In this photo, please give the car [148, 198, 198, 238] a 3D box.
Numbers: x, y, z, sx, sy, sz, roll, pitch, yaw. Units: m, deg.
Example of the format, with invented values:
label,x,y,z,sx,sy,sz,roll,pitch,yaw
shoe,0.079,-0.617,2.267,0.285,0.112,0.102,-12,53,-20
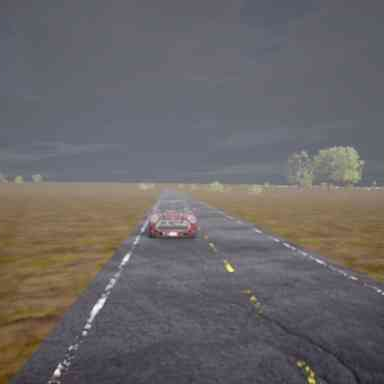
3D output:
label,x,y,z,sx,sy,sz,roll,pitch,yaw
car,-0.917,1.104,15.846,2.097,1.767,4.553,1,1,-4
